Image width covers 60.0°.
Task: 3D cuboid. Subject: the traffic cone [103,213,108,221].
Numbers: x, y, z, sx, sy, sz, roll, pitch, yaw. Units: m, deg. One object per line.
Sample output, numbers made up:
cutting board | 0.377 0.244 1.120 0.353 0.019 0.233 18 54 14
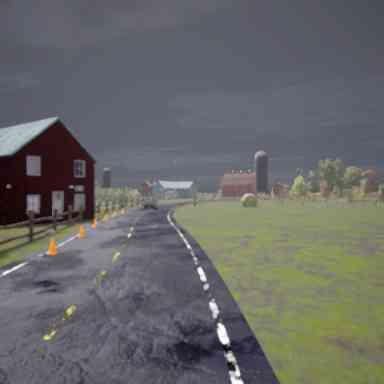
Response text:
traffic cone | -7.085 2.051 27.338 0.340 0.580 0.340 0 0 -6

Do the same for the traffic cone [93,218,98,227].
traffic cone | -6.470 2.034 22.292 0.340 0.580 0.340 0 0 -8

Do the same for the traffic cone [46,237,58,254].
traffic cone | -5.237 2.002 12.482 0.340 0.580 0.340 0 0 -5

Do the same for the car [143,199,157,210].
car | -5.904 1.705 47.224 2.033 1.411 5.357 0 0 -4

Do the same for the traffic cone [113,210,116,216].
traffic cone | -7.527 2.068 32.404 0.340 0.580 0.340 0 0 -4

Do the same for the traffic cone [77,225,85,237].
traffic cone | -5.776 2.018 17.369 0.340 0.580 0.340 0 0 -7
